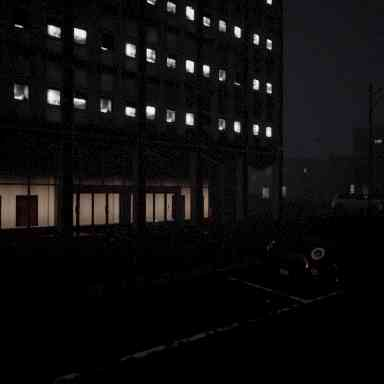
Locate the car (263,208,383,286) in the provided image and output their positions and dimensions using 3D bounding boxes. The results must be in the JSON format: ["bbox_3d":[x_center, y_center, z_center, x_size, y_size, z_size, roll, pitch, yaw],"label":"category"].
[{"bbox_3d":[3.879,1.441,9.328,4.097,1.590,1.967,0,0,-36],"label":"car"}]

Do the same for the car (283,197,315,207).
[{"bbox_3d":[15.505,1.481,48.520,1.802,1.307,4.206,1,0,-35],"label":"car"}]

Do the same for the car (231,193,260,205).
[{"bbox_3d":[9.210,1.168,57.629,2.192,1.841,5.009,1,0,-35],"label":"car"}]

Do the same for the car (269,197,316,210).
[{"bbox_3d":[11.760,1.427,39.201,2.008,1.369,4.403,1,0,-35],"label":"car"}]

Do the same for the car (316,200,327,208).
[{"bbox_3d":[18.557,1.447,44.105,1.752,1.417,4.829,1,0,-35],"label":"car"}]

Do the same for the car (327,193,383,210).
[{"bbox_3d":[17.684,1.141,35.141,2.150,2.045,5.566,0,0,-36],"label":"car"}]

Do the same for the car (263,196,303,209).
[{"bbox_3d":[11.858,1.353,43.609,1.882,1.535,5.008,0,0,-35],"label":"car"}]

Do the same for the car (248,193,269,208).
[{"bbox_3d":[8.613,1.168,43.756,2.192,1.841,5.009,1,0,-35],"label":"car"}]
